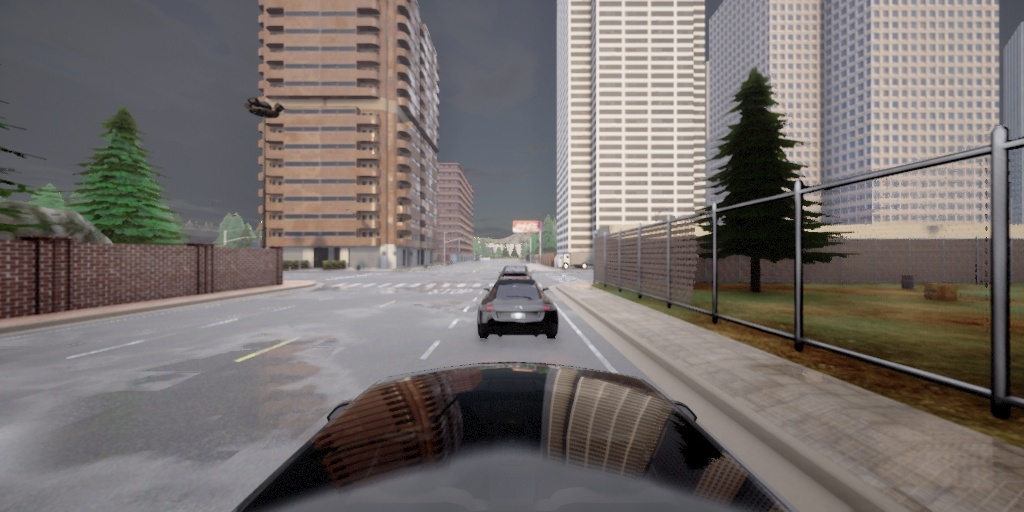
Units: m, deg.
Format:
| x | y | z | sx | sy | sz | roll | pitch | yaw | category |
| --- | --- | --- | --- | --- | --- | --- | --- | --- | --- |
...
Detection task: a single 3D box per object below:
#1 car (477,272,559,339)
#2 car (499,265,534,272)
| x | y | z | sx | sy | sz | roll | pitch | yaw | category |
| --- | --- | --- | --- | --- | --- | --- | --- | --- | --- |
| 0.124 | 1.327 | 10.148 | 1.994 | 1.385 | 4.181 | 0 | 0 | 0 | car |
| 0.229 | 1.271 | 20.244 | 2.128 | 1.511 | 4.902 | 0 | 0 | 2 | car |
